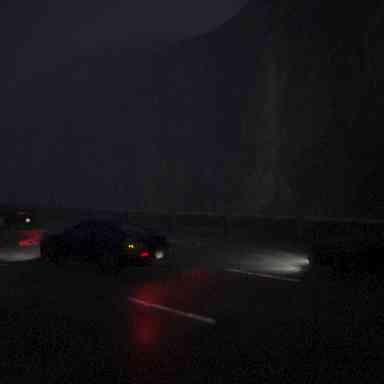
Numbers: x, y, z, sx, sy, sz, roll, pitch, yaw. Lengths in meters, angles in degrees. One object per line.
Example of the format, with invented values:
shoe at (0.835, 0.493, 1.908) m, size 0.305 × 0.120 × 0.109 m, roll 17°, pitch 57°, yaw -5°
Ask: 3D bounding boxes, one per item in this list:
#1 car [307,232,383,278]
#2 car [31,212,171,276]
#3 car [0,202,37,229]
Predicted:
car at (5.846, 1.551, 8.419) m, size 5.357 × 1.411 × 2.033 m, roll 0°, pitch 0°, yaw 36°
car at (-2.743, 1.497, 10.257) m, size 4.674 × 1.442 × 1.812 m, roll 0°, pitch 0°, yaw 36°
car at (-11.571, 1.376, 20.868) m, size 4.892 × 1.490 × 1.837 m, roll 1°, pitch 0°, yaw 36°
